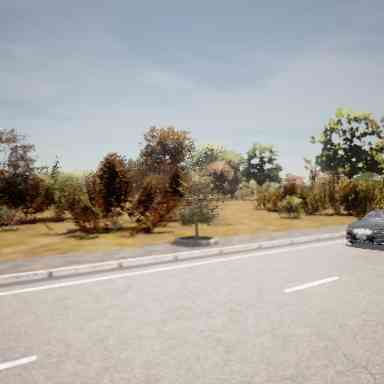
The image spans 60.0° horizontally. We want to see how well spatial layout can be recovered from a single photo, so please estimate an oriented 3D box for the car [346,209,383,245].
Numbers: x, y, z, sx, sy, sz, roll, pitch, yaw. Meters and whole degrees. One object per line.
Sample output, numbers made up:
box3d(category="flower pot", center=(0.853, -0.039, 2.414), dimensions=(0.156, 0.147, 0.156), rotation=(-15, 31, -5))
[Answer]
box3d(category="car", center=(8.626, 1.494, 14.495), dimensions=(4.902, 1.511, 2.128), rotation=(0, 0, -36))
